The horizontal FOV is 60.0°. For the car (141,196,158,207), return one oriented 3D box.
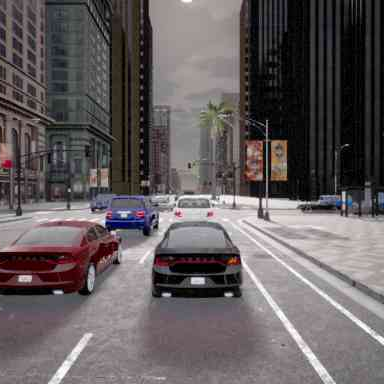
[{"bbox_3d":[-6.607,1.493,52.100,2.128,1.511,4.902,0,0,0],"label":"car"}]

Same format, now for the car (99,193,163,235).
[{"bbox_3d":[-3.184,1.221,18.592,2.150,2.045,5.566,0,0,2],"label":"car"}]

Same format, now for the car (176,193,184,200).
[{"bbox_3d":[-3.274,1.193,91.995,2.097,1.767,4.553,0,0,0],"label":"car"}]

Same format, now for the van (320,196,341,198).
[{"bbox_3d":[17.056,1.314,39.756,3.998,1.788,1.690,0,0,0],"label":"van"}]

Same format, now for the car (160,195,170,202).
[{"bbox_3d":[-6.521,1.529,80.583,2.128,1.511,4.902,0,0,0],"label":"car"}]

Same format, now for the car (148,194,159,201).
[{"bbox_3d":[-9.772,1.349,84.362,2.097,1.767,4.553,0,0,0],"label":"car"}]

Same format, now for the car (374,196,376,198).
[{"bbox_3d":[23.993,1.197,37.094,5.566,2.045,2.150,0,0,0],"label":"car"}]

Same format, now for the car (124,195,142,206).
[{"bbox_3d":[-9.852,1.353,55.743,2.097,1.767,4.553,0,0,0],"label":"car"}]

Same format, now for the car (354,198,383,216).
[{"bbox_3d":[17.062,1.548,31.232,4.403,1.369,2.008,0,0,0],"label":"car"}]

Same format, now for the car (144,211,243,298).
[{"bbox_3d":[0.097,1.477,8.573,1.882,1.535,5.008,0,0,0],"label":"car"}]

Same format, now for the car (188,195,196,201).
[{"bbox_3d":[-0.022,1.505,83.199,1.837,1.490,4.892,0,0,0],"label":"car"}]

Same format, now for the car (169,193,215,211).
[{"bbox_3d":[0.097,1.221,18.533,2.150,2.045,5.566,0,0,0],"label":"car"}]

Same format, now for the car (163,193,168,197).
[{"bbox_3d":[-6.518,1.224,69.173,2.150,2.045,5.566,0,0,0],"label":"car"}]

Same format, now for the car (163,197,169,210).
[{"bbox_3d":[-3.591,1.601,38.938,1.895,1.301,4.718,0,0,-30],"label":"car"}]

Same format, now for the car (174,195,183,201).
[{"bbox_3d":[-3.272,1.496,81.605,1.837,1.490,4.892,0,0,0],"label":"car"}]

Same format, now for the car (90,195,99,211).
[{"bbox_3d":[-9.859,1.224,37.977,2.150,2.045,5.566,0,0,0],"label":"car"}]

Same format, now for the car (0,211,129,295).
[{"bbox_3d":[-3.152,1.477,8.727,1.882,1.535,5.008,0,0,0],"label":"car"}]

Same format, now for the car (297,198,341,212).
[{"bbox_3d":[14.235,1.583,37.093,4.718,1.301,1.895,0,0,0],"label":"car"}]

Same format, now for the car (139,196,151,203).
[{"bbox_3d":[-9.768,1.527,69.276,1.812,1.442,4.674,0,0,0],"label":"car"}]
